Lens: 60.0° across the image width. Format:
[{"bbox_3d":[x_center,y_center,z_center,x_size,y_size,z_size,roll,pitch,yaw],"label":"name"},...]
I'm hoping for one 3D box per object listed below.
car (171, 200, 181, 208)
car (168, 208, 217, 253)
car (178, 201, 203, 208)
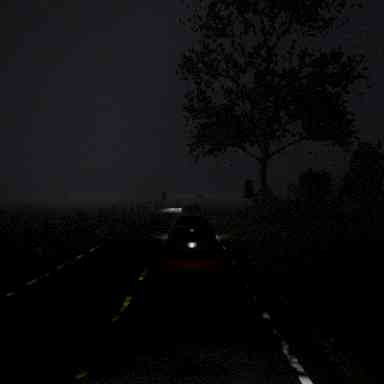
[{"bbox_3d":[-2.741,2.151,60.455,2.128,1.511,4.902,0,-1,0],"label":"car"},{"bbox_3d":[0.007,1.650,14.319,1.837,1.490,4.892,0,0,0],"label":"car"},{"bbox_3d":[0.012,1.781,29.496,1.882,1.535,5.008,0,0,0],"label":"car"}]
